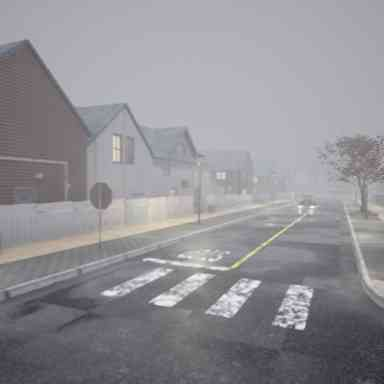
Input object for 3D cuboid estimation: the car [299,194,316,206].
[{"bbox_3d":[16.203,1.067,46.356,1.837,1.490,4.892,1,1,24],"label":"car"}]
